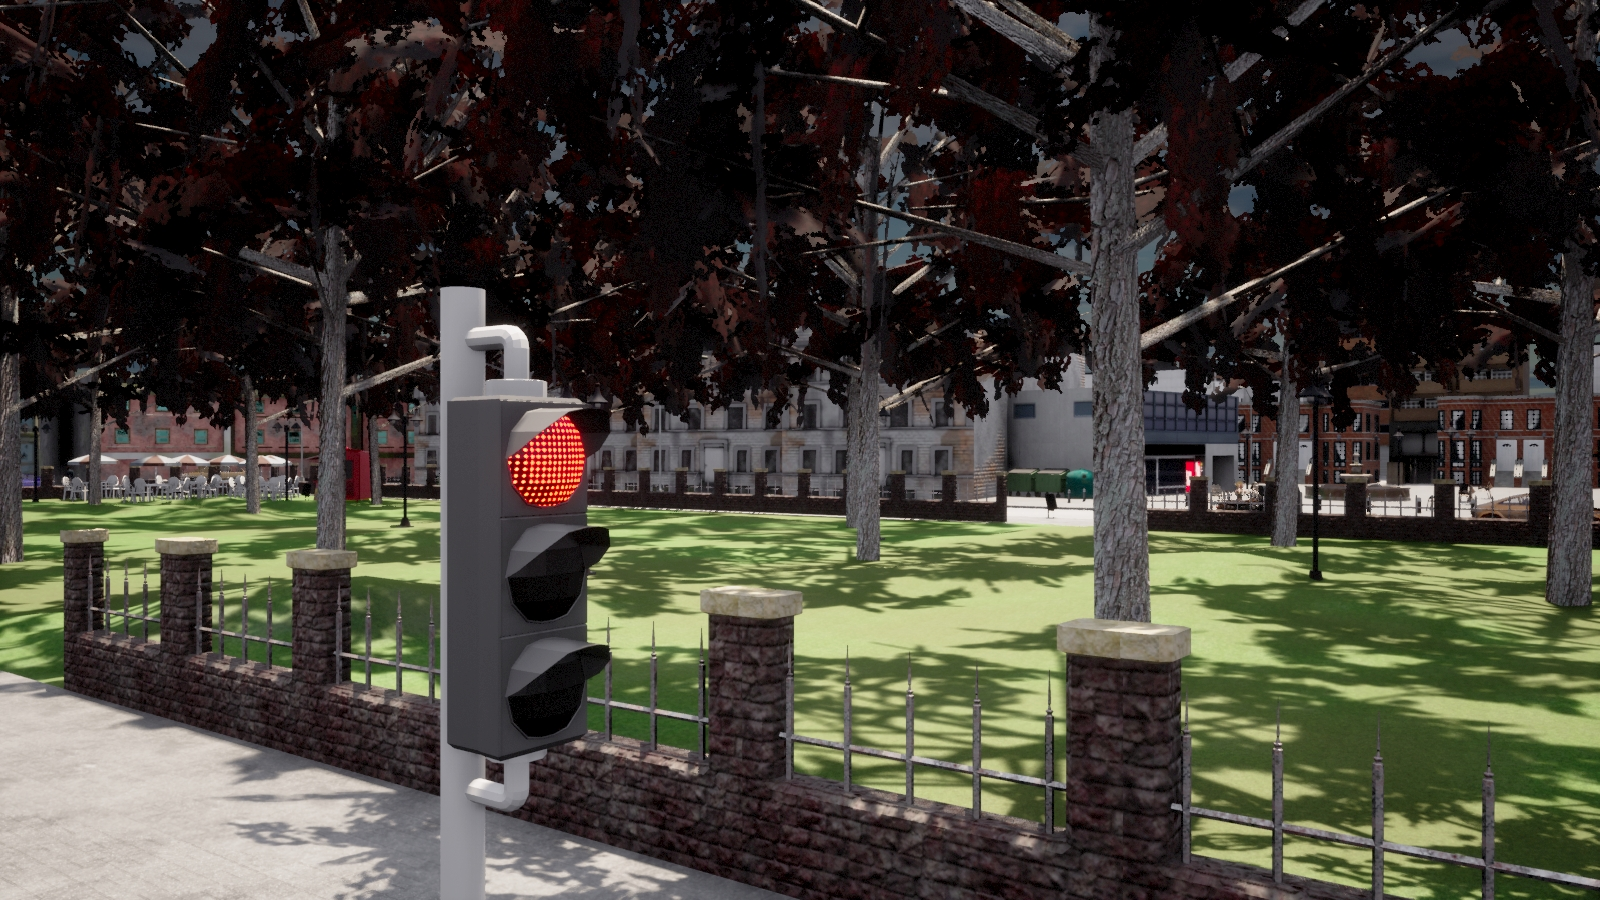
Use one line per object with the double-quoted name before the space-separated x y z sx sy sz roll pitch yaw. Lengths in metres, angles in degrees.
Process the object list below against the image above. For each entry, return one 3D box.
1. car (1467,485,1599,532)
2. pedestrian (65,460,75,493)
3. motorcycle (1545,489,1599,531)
"car" 24.491 1.899 37.604 4.181 1.385 1.994 0 0 37
"pedestrian" -42.286 1.525 66.171 0.375 1.860 0.375 0 0 33
"motorcycle" 25.489 1.950 36.881 2.356 1.277 0.764 0 0 36
